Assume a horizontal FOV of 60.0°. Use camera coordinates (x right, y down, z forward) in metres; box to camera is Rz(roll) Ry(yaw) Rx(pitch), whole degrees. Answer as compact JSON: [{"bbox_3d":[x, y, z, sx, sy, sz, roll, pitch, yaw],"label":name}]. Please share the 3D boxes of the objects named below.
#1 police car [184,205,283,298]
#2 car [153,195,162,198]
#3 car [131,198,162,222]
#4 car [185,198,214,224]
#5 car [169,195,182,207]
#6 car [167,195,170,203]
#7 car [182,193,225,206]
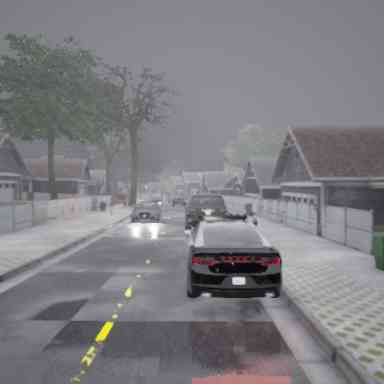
[{"bbox_3d":[0.826,1.353,8.481,1.930,1.638,5.238,0,0,0],"label":"police car"},{"bbox_3d":[-6.888,1.334,65.504,1.994,1.385,4.181,0,0,-7],"label":"car"},{"bbox_3d":[-3.226,1.388,24.129,1.994,1.385,4.181,0,0,-2],"label":"car"},{"bbox_3d":[0.472,1.274,24.643,1.801,1.575,5.366,0,0,-2],"label":"car"},{"bbox_3d":[-1.894,1.242,46.974,1.837,1.490,4.892,0,-1,-5],"label":"car"},{"bbox_3d":[-3.610,1.301,62.049,2.033,1.411,5.357,0,0,-8],"label":"car"},{"bbox_3d":[0.682,1.085,18.452,2.150,2.045,5.566,0,0,-2],"label":"car"}]
